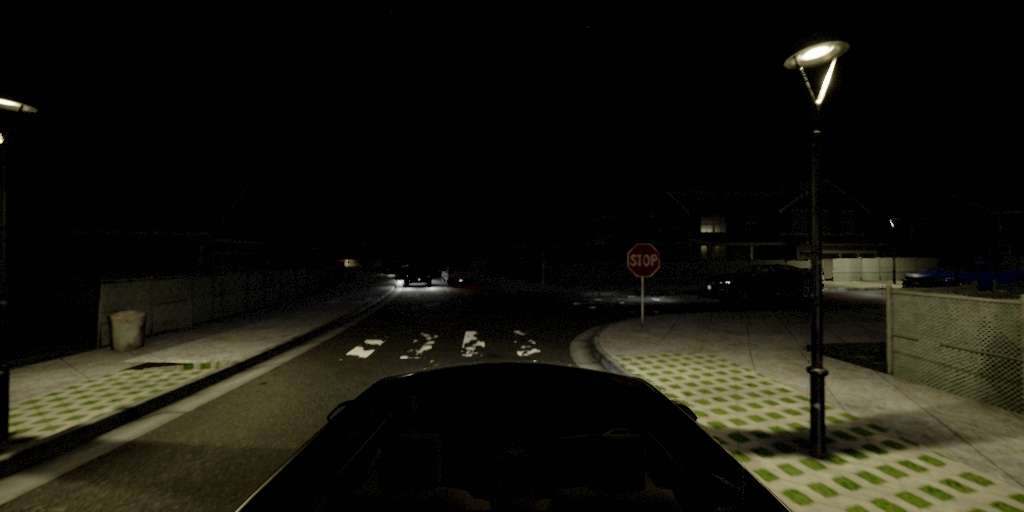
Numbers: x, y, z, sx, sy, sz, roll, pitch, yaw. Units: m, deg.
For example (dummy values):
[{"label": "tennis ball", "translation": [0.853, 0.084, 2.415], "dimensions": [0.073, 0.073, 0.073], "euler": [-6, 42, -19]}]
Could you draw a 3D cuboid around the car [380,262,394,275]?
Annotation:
[{"label": "car", "translation": [-15.433, 1.575, 45.492], "dimensions": [2.033, 1.411, 5.357], "euler": [0, 0, -31]}]

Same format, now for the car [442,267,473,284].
[{"label": "car", "translation": [-4.422, 1.501, 28.392], "dimensions": [1.895, 1.301, 4.718], "euler": [0, 0, -17]}]

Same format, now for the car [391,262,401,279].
[{"label": "car", "translation": [-10.700, 1.560, 36.340], "dimensions": [1.895, 1.301, 4.718], "euler": [0, 0, -25]}]

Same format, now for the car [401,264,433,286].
[{"label": "car", "translation": [-7.140, 1.403, 26.949], "dimensions": [1.837, 1.490, 4.892], "euler": [0, 0, -18]}]

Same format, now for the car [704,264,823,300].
[{"label": "car", "translation": [11.476, 1.142, 16.532], "dimensions": [4.902, 1.511, 2.128], "euler": [-1, 0, -3]}]

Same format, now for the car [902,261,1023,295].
[{"label": "car", "translation": [21.555, 1.006, 17.081], "dimensions": [5.008, 1.535, 1.882], "euler": [0, 0, -4]}]
